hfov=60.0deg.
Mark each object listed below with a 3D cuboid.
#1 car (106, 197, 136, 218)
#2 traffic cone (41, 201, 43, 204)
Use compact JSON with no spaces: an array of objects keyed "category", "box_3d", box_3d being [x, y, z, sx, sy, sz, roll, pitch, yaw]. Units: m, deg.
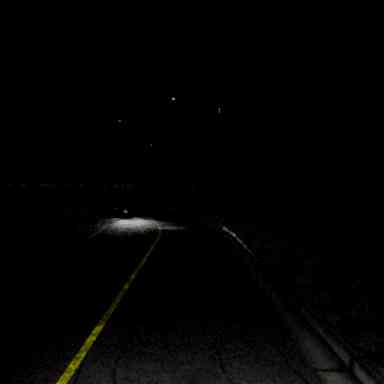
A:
[{"category":"car","box_3d":[-5.890,1.203,27.262,2.128,1.511,4.902,0,1,-22]},{"category":"traffic cone","box_3d":[-19.725,1.369,43.678,0.340,0.580,0.340,2,2,35]}]
